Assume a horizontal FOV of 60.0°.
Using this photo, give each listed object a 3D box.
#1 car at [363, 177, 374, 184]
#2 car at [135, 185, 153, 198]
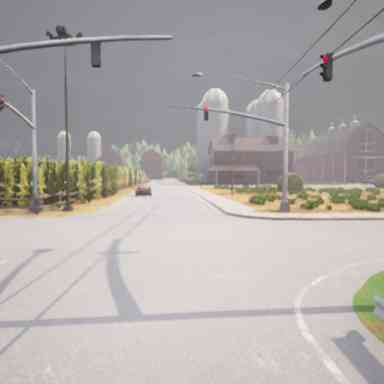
[{"bbox_3d":[42.217,-2.665,78.963,1.905,1.878,3.866,10,11,41],"label":"car"},{"bbox_3d":[-5.471,-0.106,37.988,1.895,1.301,4.718,0,3,-5],"label":"car"}]
